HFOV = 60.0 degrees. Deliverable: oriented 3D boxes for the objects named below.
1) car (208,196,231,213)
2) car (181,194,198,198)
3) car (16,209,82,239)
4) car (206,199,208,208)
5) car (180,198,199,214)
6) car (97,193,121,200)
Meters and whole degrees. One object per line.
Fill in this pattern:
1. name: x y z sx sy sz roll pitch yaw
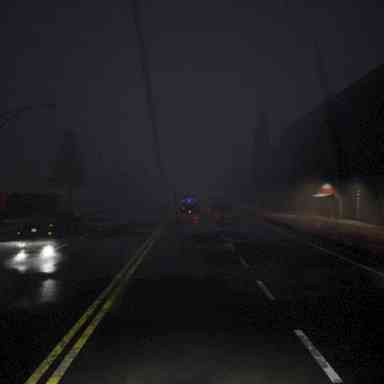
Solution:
1. car: 3.212 1.478 37.210 1.882 1.535 5.008 0 0 0
2. car: -0.347 1.221 44.446 2.150 2.045 5.566 0 0 0
3. car: -7.227 1.563 17.188 1.994 1.385 4.181 0 0 0
4. car: 3.079 1.352 47.291 2.097 1.767 4.553 0 0 0
5. car: -0.238 1.601 34.408 1.895 1.301 4.718 0 0 -1
6. car: -22.376 1.153 89.538 4.605 1.855 1.932 0 0 -1
